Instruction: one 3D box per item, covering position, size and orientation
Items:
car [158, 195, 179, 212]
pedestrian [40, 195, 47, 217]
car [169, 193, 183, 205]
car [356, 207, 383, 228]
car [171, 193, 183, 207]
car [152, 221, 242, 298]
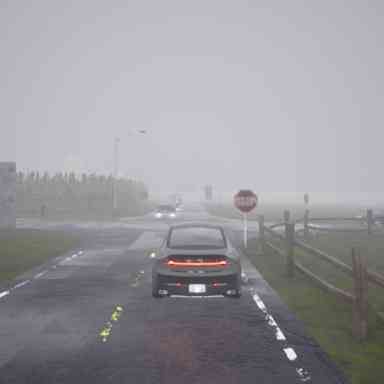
[{"bbox_3d":[-2.885,1.482,38.734,1.882,1.535,5.008,0,0,0],"label":"car"},{"bbox_3d":[-12.195,1.139,27.240,0.375,1.860,0.375,0,-2,0],"label":"pedestrian"},{"bbox_3d":[-2.885,1.228,59.684,2.150,2.045,5.566,0,0,1],"label":"car"},{"bbox_3d":[14.614,1.794,24.328,4.902,1.511,2.128,1,-1,0],"label":"car"},{"bbox_3d":[-2.888,1.358,49.020,2.097,1.767,4.553,0,0,0],"label":"car"},{"bbox_3d":[0.094,1.506,8.468,1.837,1.490,4.892,0,0,0],"label":"car"}]
